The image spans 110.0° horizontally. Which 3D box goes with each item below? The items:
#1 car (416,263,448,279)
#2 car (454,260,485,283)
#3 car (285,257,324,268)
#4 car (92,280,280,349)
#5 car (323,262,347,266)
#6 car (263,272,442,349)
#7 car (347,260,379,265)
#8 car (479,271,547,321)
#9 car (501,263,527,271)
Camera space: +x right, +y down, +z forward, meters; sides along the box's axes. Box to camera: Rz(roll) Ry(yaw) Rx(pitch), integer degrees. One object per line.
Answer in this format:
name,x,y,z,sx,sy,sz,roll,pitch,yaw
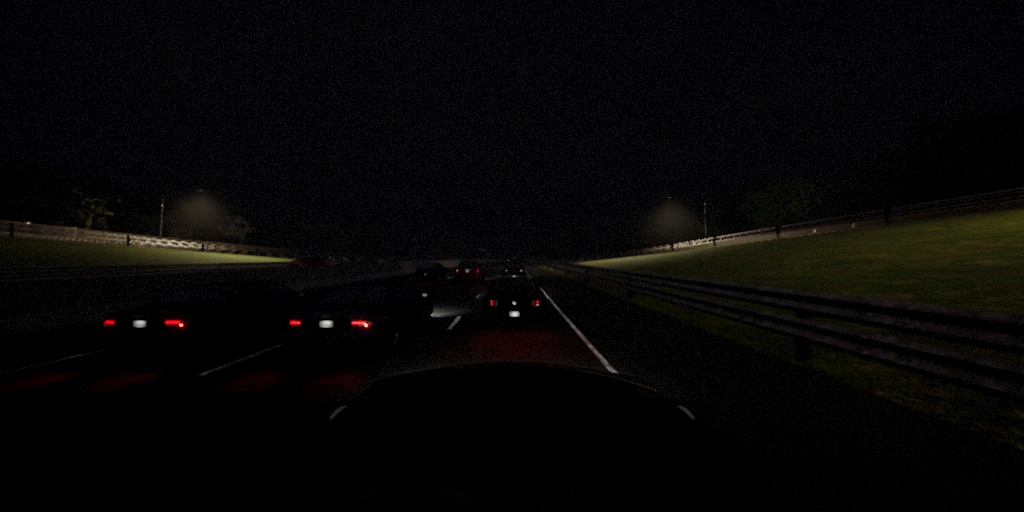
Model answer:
car,-6.832,1.310,30.863,1.882,1.535,5.008,0,0,0
car,-3.344,1.179,29.027,2.097,1.767,4.553,0,0,0
car,-24.460,1.088,42.726,2.150,2.045,5.566,0,0,0
car,-6.927,1.318,9.201,2.033,1.411,5.357,0,0,0
car,-20.948,1.435,44.414,1.994,1.385,4.181,0,0,0
car,-3.429,1.318,9.167,2.033,1.411,5.357,0,0,1
car,-17.459,1.221,43.168,2.097,1.767,4.553,0,0,0
car,0.093,1.381,12.473,1.895,1.301,4.718,0,0,0
car,0.158,1.319,29.202,2.128,1.511,4.902,0,0,0
